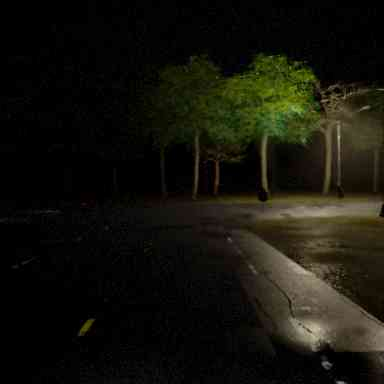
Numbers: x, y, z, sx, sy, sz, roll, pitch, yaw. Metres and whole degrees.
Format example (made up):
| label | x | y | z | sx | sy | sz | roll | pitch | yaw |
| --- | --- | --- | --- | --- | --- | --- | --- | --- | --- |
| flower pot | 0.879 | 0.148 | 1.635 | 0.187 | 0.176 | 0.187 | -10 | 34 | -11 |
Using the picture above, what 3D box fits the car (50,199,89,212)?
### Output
| label | x | y | z | sx | sy | sz | roll | pitch | yaw |
| --- | --- | --- | --- | --- | --- | --- | --- | --- | --- |
| car | -14.227 | 1.522 | 38.641 | 4.181 | 1.385 | 1.994 | -1 | 3 | 0 |
